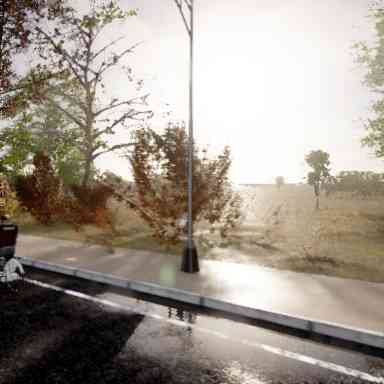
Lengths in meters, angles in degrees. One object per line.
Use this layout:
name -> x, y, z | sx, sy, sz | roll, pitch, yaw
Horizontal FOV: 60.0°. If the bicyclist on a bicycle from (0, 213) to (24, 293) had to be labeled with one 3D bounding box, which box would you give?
bicyclist on a bicycle -> -4.420, 1.370, 7.718 | 1.843, 1.776, 0.659 | 0, 0, 35
